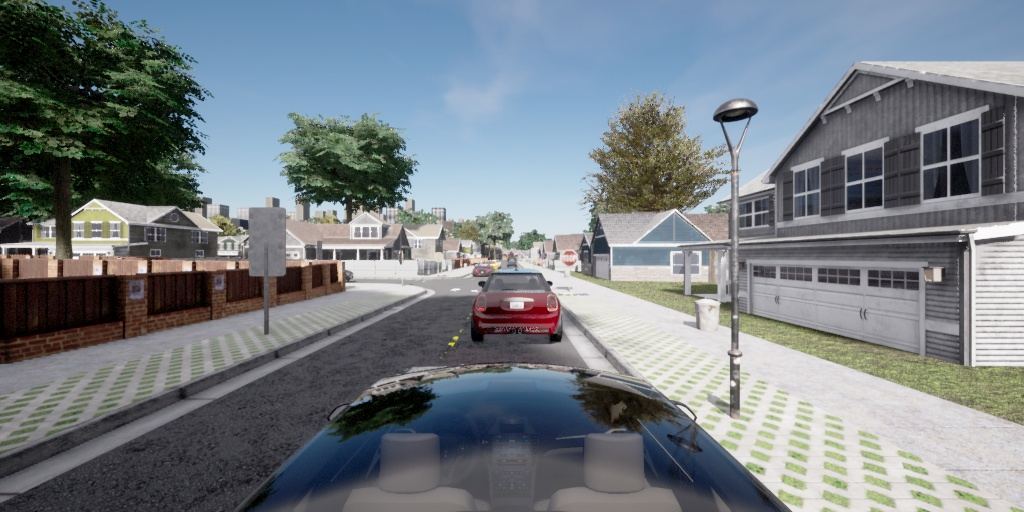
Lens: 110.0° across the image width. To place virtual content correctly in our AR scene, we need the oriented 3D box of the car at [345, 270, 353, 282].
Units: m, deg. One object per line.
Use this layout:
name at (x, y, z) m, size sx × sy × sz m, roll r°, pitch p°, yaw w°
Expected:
car at (-13.554, 1.155, 25.060) m, size 4.674 × 1.442 × 1.812 m, roll 1°, pitch 0°, yaw 2°

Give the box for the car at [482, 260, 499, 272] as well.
car at (-2.839, 1.313, 48.179) m, size 1.882 × 1.535 × 5.008 m, roll 0°, pitch 0°, yaw 0°

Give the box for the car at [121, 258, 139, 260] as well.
car at (-23.594, 1.003, 25.104) m, size 4.902 × 1.511 × 2.128 m, roll 1°, pitch 0°, yaw 0°

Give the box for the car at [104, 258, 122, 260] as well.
car at (-30.882, 0.920, 28.052) m, size 4.902 × 1.511 × 2.128 m, roll 1°, pitch 0°, yaw 0°

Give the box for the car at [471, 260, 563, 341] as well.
car at (0.103, 1.108, 10.017) m, size 2.097 × 1.767 × 4.553 m, roll 0°, pitch 0°, yaw 0°

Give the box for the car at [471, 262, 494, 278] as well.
car at (-2.857, 1.371, 35.865) m, size 1.994 × 1.385 × 4.181 m, roll 0°, pitch 0°, yaw -1°
